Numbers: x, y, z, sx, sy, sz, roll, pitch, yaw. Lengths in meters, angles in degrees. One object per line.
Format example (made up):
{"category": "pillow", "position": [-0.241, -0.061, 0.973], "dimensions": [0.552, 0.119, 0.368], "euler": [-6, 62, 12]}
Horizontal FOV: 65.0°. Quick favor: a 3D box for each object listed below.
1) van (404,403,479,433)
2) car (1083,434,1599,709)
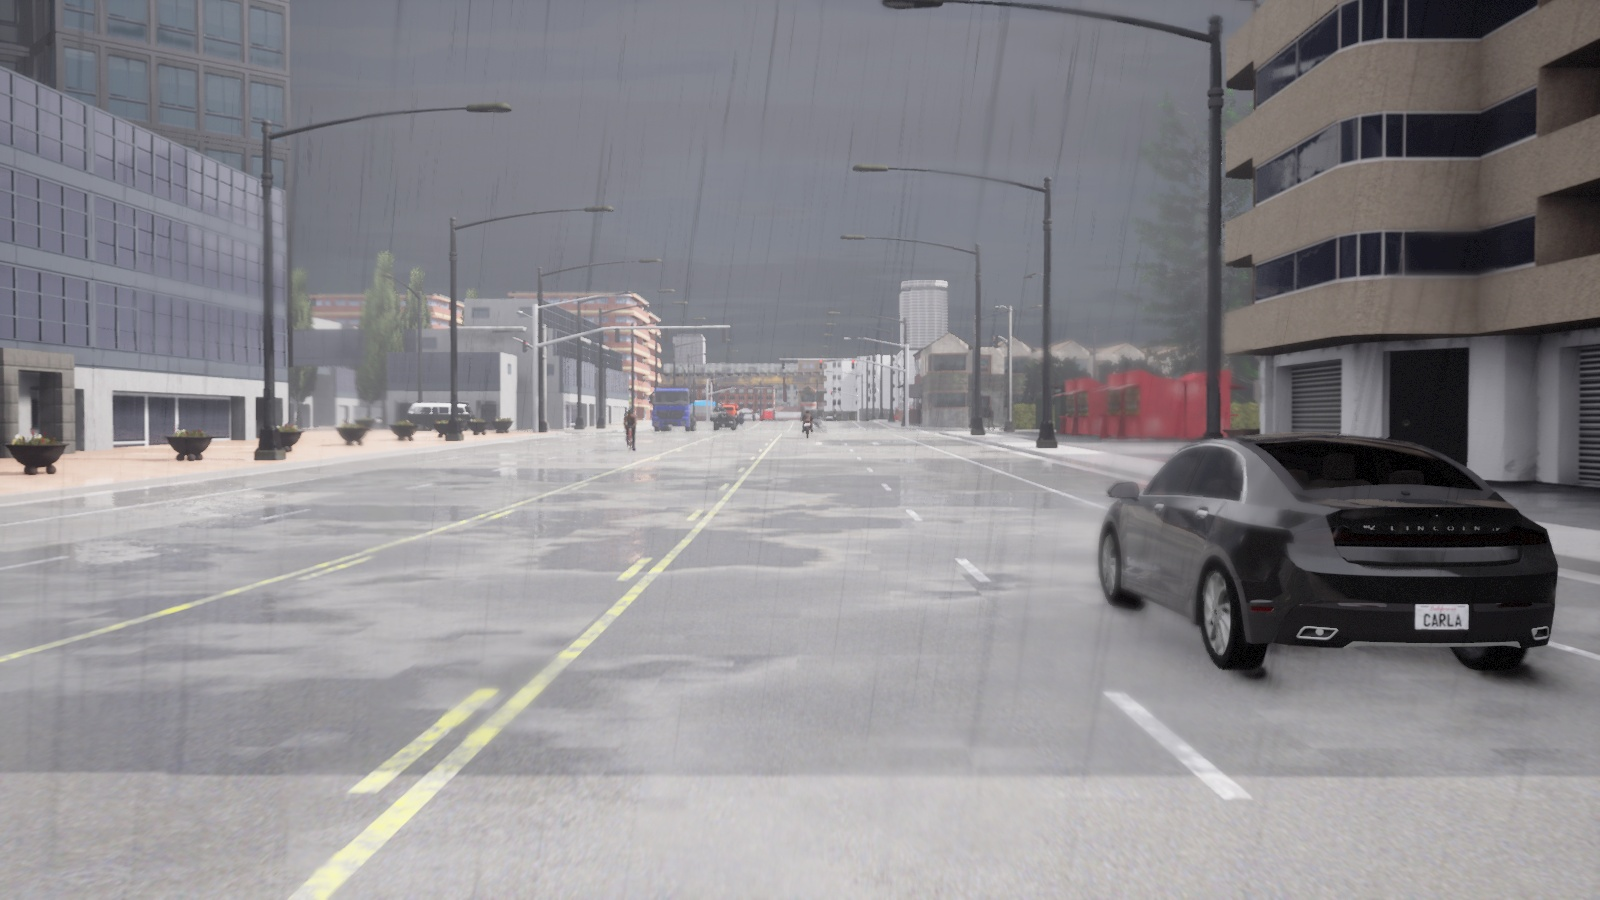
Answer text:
{"category": "van", "position": [-24.443, -2.194, 85.700], "dimensions": [4.480, 2.038, 2.069], "euler": [0, 1, 1]}
{"category": "car", "position": [3.570, 0.643, 9.375], "dimensions": [1.837, 1.490, 4.892], "euler": [0, 1, 0]}
